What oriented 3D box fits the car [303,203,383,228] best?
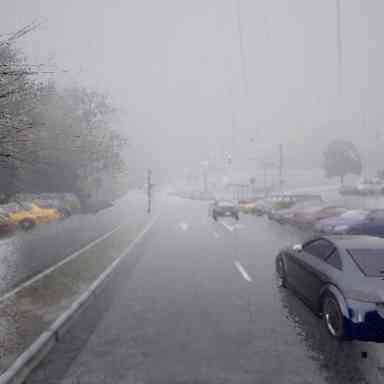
[{"bbox_3d":[7.518,1.397,14.555,4.674,1.452,2.002,1,1,-22],"label":"car"}]

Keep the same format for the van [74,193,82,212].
[{"bbox_3d":[-11.272,1.068,27.075,4.442,1.987,1.878,-1,0,-23],"label":"van"}]

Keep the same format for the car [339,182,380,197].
[{"bbox_3d":[21.848,-0.157,44.293,2.002,1.452,4.674,-7,4,-28],"label":"car"}]

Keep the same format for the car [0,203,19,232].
[{"bbox_3d":[-10.805,1.427,15.198,4.674,1.452,2.002,-1,1,-22],"label":"car"}]

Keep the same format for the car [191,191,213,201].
[{"bbox_3d":[2.931,0.980,70.294,4.553,1.767,2.185,0,0,-28],"label":"car"}]

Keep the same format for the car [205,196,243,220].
[{"bbox_3d":[2.352,1.319,25.334,1.812,1.442,4.674,0,0,-3],"label":"car"}]

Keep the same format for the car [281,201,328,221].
[{"bbox_3d":[7.406,1.372,17.578,4.674,1.452,2.002,1,0,-22],"label":"car"}]

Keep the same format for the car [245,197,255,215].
[{"bbox_3d":[7.022,1.132,26.637,4.553,1.767,2.185,0,1,-23],"label":"car"}]

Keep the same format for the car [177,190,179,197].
[{"bbox_3d":[-0.726,0.882,94.067,4.892,1.521,2.231,0,1,-29],"label":"car"}]

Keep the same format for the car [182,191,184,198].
[{"bbox_3d":[0.852,0.960,85.268,5.366,1.575,1.946,0,0,-29],"label":"car"}]

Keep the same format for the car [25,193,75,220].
[{"bbox_3d":[-11.176,1.192,24.083,4.553,1.767,2.185,-1,1,-23],"label":"car"}]

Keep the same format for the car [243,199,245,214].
[{"bbox_3d":[6.644,1.227,29.567,5.366,1.575,1.946,0,1,-24],"label":"car"}]

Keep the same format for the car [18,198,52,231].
[{"bbox_3d":[-10.755,1.358,18.232,5.366,1.575,1.946,-1,0,-22],"label":"car"}]

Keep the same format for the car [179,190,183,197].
[{"bbox_3d":[0.242,0.683,88.156,5.566,2.045,2.435,0,0,-29],"label":"car"}]

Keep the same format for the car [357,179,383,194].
[{"bbox_3d":[24.811,-0.738,44.706,2.435,2.045,5.566,-7,4,-28],"label":"car"}]

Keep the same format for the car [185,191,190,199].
[{"bbox_3d":[2.062,0.797,76.244,5.566,2.045,2.435,0,1,-29],"label":"car"}]

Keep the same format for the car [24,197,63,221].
[{"bbox_3d":[-11.228,1.341,21.044,5.366,1.575,1.946,-1,1,-22],"label":"car"}]

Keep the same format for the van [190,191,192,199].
[{"bbox_3d":[2.432,0.851,73.229,4.442,1.987,1.878,0,1,-29],"label":"van"}]

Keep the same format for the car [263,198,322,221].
[{"bbox_3d":[7.297,1.308,20.594,4.892,1.521,2.231,1,1,-23],"label":"car"}]

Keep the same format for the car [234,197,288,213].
[{"bbox_3d":[6.804,1.243,32.624,4.792,1.488,2.163,0,0,-24],"label":"car"}]

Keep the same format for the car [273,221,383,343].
[{"bbox_3d":[3.009,1.510,6.375,1.994,1.385,4.181,0,0,-1],"label":"car"}]

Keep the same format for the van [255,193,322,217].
[{"bbox_3d":[7.047,1.055,23.561,4.442,1.987,1.878,1,1,-23],"label":"van"}]
